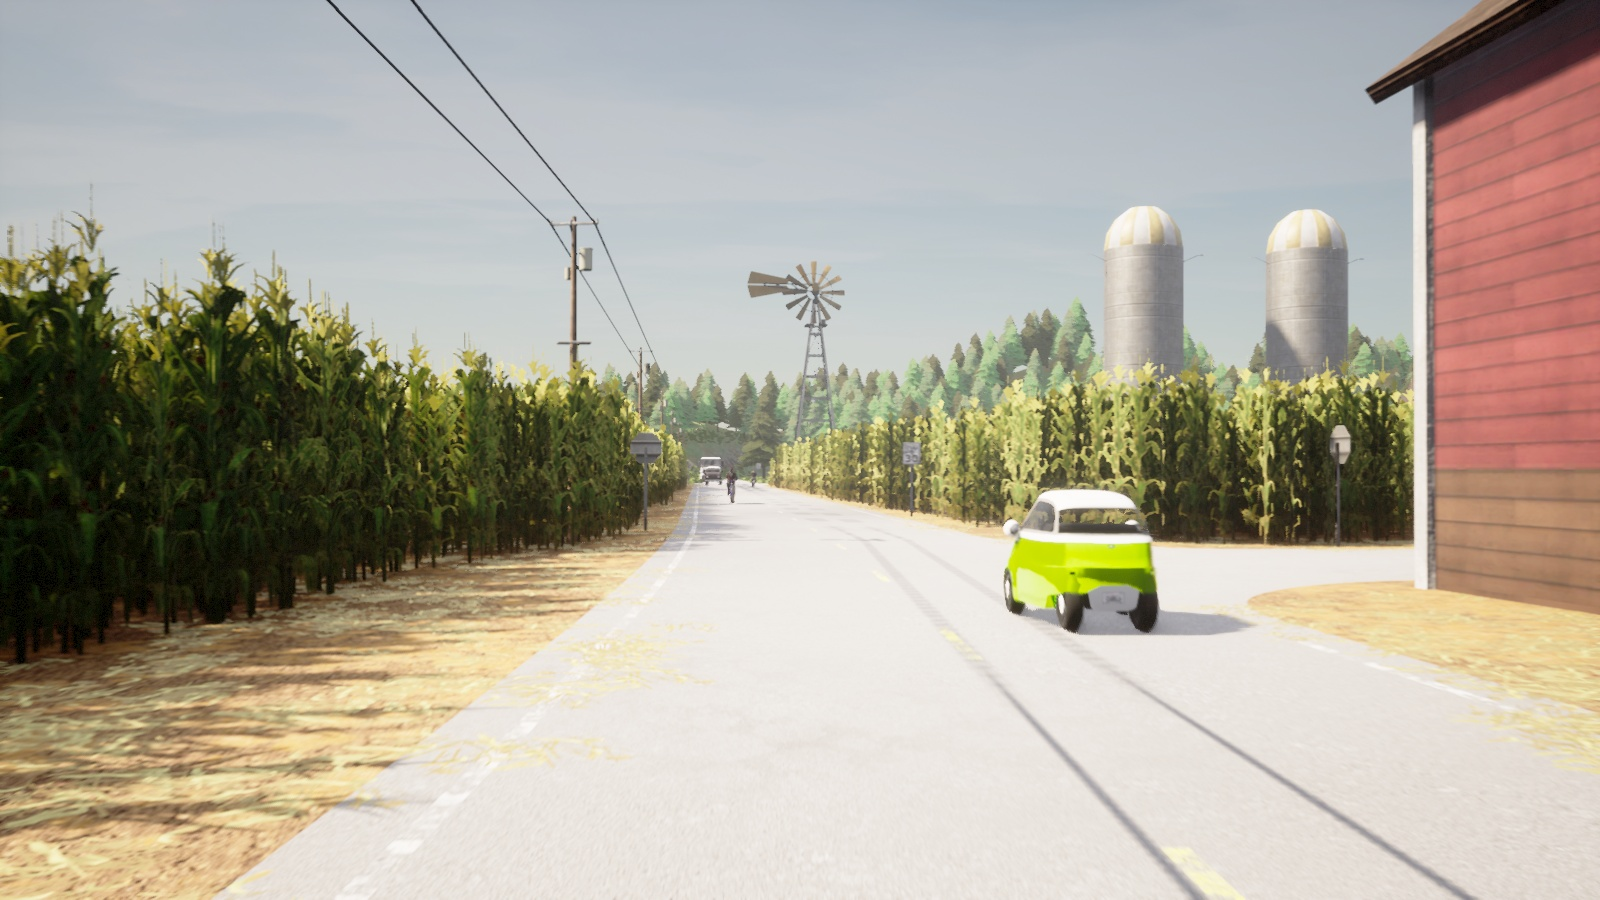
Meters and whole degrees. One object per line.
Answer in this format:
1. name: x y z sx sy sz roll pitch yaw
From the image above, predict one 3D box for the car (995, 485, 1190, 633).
1. car: 2.993 1.078 13.229 1.481 1.376 2.207 0 0 -2
